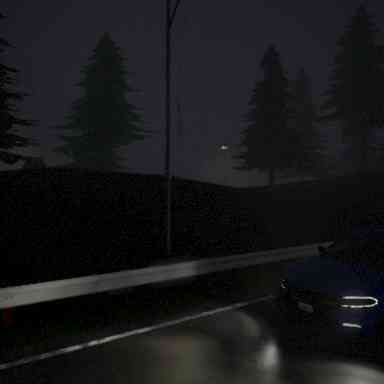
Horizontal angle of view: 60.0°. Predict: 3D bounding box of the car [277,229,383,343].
[{"bbox_3d":[3.823,1.523,6.647,5.008,1.535,1.882,0,0,-35],"label":"car"}]
